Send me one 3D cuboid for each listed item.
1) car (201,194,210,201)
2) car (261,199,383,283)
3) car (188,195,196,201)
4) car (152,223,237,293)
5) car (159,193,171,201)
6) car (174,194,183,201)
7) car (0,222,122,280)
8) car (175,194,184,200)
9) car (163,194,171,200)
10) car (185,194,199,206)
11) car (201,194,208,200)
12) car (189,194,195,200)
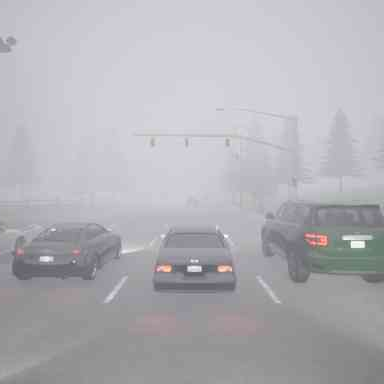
[{"bbox_3d":[3.508,1.492,83.677,1.837,1.490,4.892,0,0,0],"label":"car"},{"bbox_3d":[3.572,1.221,9.816,2.150,2.045,5.566,0,0,0],"label":"car"},{"bbox_3d":[0.008,1.531,83.678,2.033,1.411,5.357,0,0,0],"label":"car"},{"bbox_3d":[0.067,1.547,8.996,2.033,1.411,5.357,0,0,0],"label":"car"},{"bbox_3d":[-6.992,1.217,83.708,2.150,2.045,5.566,0,0,0],"label":"car"},{"bbox_3d":[-3.492,1.517,84.095,1.812,1.442,4.674,0,0,0],"label":"car"},{"bbox_3d":[-3.433,1.564,9.921,1.994,1.385,4.181,0,0,1],"label":"car"},{"bbox_3d":[-3.491,1.358,94.098,2.128,1.511,4.902,0,0,0],"label":"car"},{"bbox_3d":[-6.991,1.385,94.098,1.994,1.385,4.181,0,0,0],"label":"car"},{"bbox_3d":[0.003,1.352,53.035,2.097,1.767,4.553,0,0,0],"label":"car"},{"bbox_3d":[3.509,1.310,94.097,1.882,1.535,5.008,0,0,0],"label":"car"},{"bbox_3d":[0.009,1.310,94.098,1.882,1.535,5.008,0,0,0],"label":"car"}]
